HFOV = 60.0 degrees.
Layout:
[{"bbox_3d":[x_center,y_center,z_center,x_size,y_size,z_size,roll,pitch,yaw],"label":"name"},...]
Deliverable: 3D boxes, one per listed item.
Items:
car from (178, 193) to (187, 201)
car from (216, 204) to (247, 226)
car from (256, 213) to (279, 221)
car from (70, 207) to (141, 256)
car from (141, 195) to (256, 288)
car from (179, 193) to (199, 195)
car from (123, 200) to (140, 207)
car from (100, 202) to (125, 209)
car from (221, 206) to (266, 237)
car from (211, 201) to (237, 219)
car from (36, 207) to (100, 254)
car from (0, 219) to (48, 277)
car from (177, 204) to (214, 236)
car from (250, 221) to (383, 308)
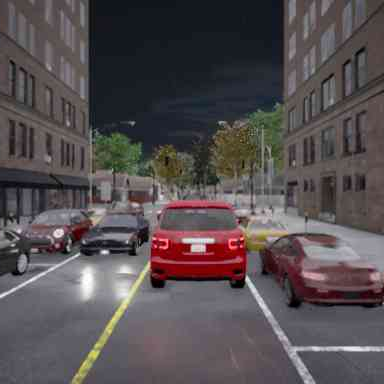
[{"bbox_3d":[-2.592,1.277,89.730,2.150,2.045,5.566,0,0,0],"label":"car"},{"bbox_3d":[2.763,1.578,24.174,1.802,1.307,4.206,0,0,0],"label":"car"},{"bbox_3d":[2.703,1.521,13.308,1.752,1.417,4.829,0,0,0],"label":"car"},{"bbox_3d":[-2.784,1.543,13.287,2.033,1.411,5.357,0,0,0],"label":"car"},{"bbox_3d":[0.143,1.218,9.342,2.150,2.045,5.566,0,0,0],"label":"car"},{"bbox_3d":[0.127,1.218,29.385,2.150,2.045,5.566,0,0,2],"label":"car"},{"bbox_3d":[-5.262,1.436,24.216,1.967,1.590,4.097,0,0,0],"label":"car"},{"bbox_3d":[-5.293,1.521,18.528,1.752,1.417,4.829,0,0,0],"label":"car"},{"bbox_3d":[2.733,1.540,18.656,1.887,1.381,4.507,0,0,0],"label":"car"},{"bbox_3d":[2.794,1.562,29.693,1.947,1.339,4.313,0,0,0],"label":"car"},{"bbox_3d":[-5.323,1.436,13.179,1.967,1.590,4.097,0,0,0],"label":"car"},{"bbox_3d":[-5.353,1.547,7.660,2.008,1.369,4.403,0,0,0],"label":"car"},{"bbox_3d":[0.201,1.501,19.371,1.837,1.490,4.892,0,0,1],"label":"car"},{"bbox_3d":[2.672,1.578,7.620,1.802,1.307,4.206,0,0,0],"label":"car"}]
